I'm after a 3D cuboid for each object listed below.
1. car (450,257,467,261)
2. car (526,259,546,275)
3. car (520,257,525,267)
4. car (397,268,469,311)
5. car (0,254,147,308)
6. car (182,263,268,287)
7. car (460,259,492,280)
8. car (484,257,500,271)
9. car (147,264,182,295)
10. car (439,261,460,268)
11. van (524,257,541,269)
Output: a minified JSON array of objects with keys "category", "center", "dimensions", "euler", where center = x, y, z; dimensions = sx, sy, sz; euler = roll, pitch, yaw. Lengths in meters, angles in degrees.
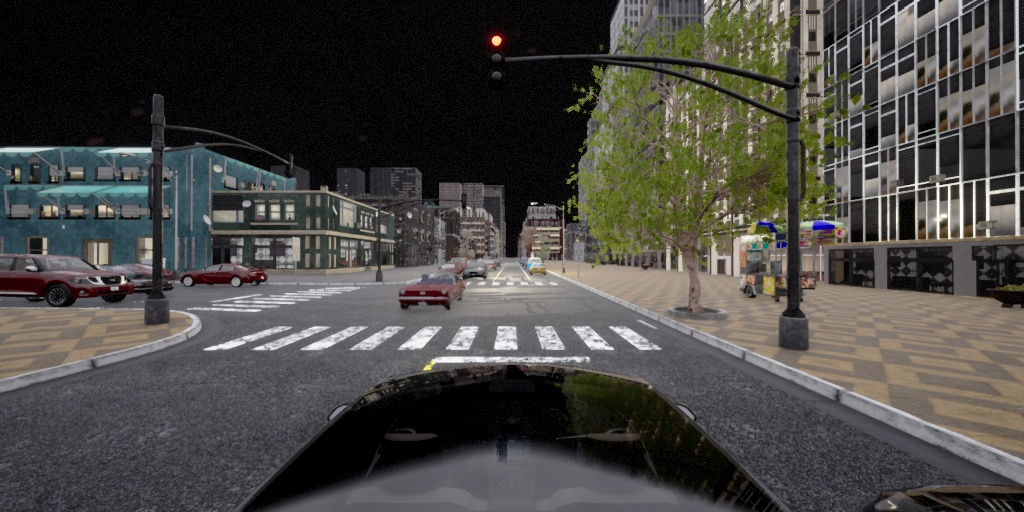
[{"category":"car","center":[-5.661,1.067,38.085],"dimensions":[2.192,1.841,5.009],"euler":[0,0,0]},{"category":"car","center":[2.720,1.278,38.251],"dimensions":[1.751,1.417,4.829],"euler":[0,0,0]},{"category":"car","center":[2.732,1.305,54.735],"dimensions":[2.007,1.370,4.403],"euler":[0,0,0]},{"category":"car","center":[-3.090,1.351,14.616],"dimensions":[1.895,1.301,4.718],"euler":[0,0,0]},{"category":"car","center":[-17.149,0.850,13.155],"dimensions":[5.009,1.841,2.192],"euler":[0,0,-1]},{"category":"car","center":[-17.261,1.121,21.535],"dimensions":[4.507,1.381,1.888],"euler":[0,0,-1]},{"category":"car","center":[-3.077,1.256,31.225],"dimensions":[1.837,1.490,4.892],"euler":[0,0,0]},{"category":"car","center":[-3.053,1.279,48.941],"dimensions":[1.812,1.442,4.674],"euler":[0,0,0]},{"category":"car","center":[-18.227,1.082,15.733],"dimensions":[5.357,1.411,2.033],"euler":[1,0,-1]},{"category":"car","center":[-5.665,1.334,32.534],"dimensions":[1.802,1.307,4.207],"euler":[0,0,0]},{"category":"van","center":[2.724,1.094,43.633],"dimensions":[1.690,1.789,3.998],"euler":[0,0,0]}]
